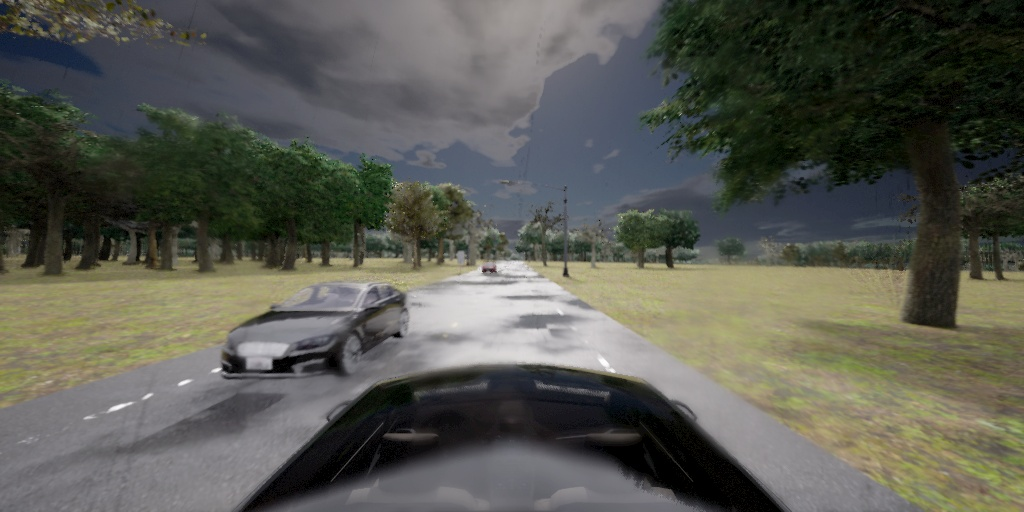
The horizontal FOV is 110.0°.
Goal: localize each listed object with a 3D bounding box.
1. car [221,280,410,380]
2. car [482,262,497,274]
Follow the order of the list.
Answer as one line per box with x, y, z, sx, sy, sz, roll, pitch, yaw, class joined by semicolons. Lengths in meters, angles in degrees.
-3.578;1.286;7.548;2.128;1.511;4.902;0;0;0;car
-3.079;1.606;49.590;1.882;1.535;5.008;0;0;1;car
